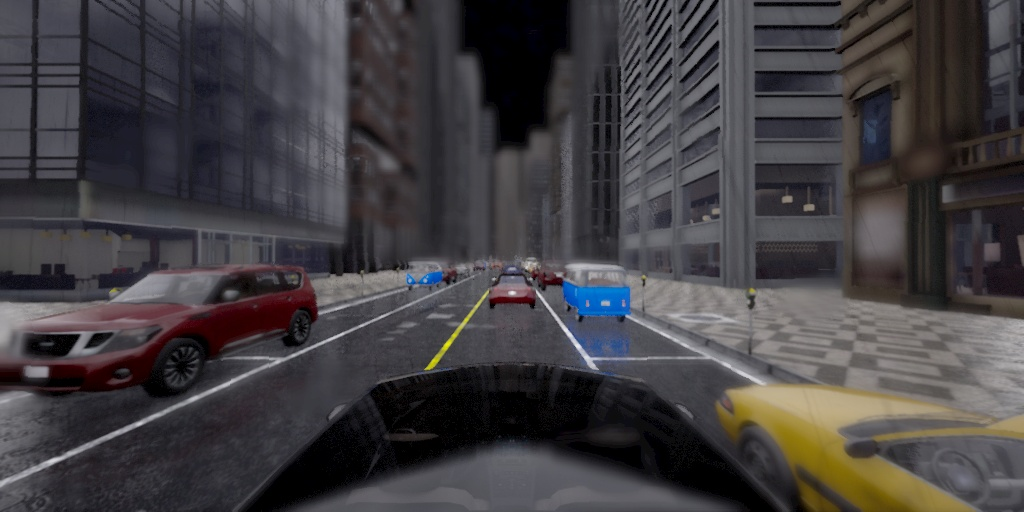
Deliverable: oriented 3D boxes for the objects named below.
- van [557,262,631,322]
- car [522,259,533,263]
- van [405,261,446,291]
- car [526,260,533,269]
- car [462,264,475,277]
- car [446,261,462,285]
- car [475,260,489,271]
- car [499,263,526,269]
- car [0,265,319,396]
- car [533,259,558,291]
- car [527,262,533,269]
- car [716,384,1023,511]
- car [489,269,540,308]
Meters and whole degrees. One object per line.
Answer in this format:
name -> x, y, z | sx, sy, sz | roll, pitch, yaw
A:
van -> 2.774, 1.191, 12.467 | 1.690, 1.789, 3.998 | 0, 0, 0
car -> 3.165, 1.488, 55.647 | 2.150, 2.045, 5.566 | 0, -1, 0
van -> -5.739, 1.296, 23.684 | 1.690, 1.789, 3.998 | 0, 0, 0
car -> 3.201, 1.652, 48.805 | 1.801, 1.575, 5.366 | 0, -1, 0
car -> -5.720, 1.665, 40.512 | 2.007, 1.370, 4.403 | 0, 0, 0
car -> -5.733, 1.323, 29.293 | 2.192, 1.841, 5.009 | 0, 0, 0
car -> -5.696, 1.769, 62.949 | 1.967, 1.591, 4.097 | 0, 0, 0
car -> 0.036, 1.553, 31.240 | 1.812, 1.442, 4.674 | 0, 0, 0
car -> -5.757, 1.112, 6.856 | 2.192, 1.841, 5.009 | 0, 0, 0
car -> 2.786, 1.271, 23.685 | 2.192, 1.841, 5.009 | 0, 0, 0
car -> 2.799, 1.607, 34.903 | 1.888, 1.381, 4.507 | 0, 0, 0
car -> 2.762, 1.271, 1.420 | 1.751, 1.417, 4.829 | 0, 0, 0
car -> 0.021, 1.449, 16.143 | 1.994, 1.385, 4.181 | 0, 0, 0
